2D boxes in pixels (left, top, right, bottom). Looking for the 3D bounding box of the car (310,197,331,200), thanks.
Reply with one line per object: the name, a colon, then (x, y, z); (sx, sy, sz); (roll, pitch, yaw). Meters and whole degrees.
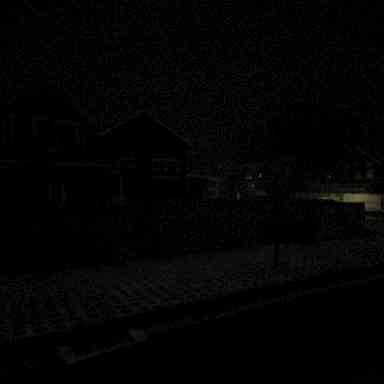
car: (11.437, 1.191, 29.542); (2.033, 1.411, 5.357); (0, 1, -15)
